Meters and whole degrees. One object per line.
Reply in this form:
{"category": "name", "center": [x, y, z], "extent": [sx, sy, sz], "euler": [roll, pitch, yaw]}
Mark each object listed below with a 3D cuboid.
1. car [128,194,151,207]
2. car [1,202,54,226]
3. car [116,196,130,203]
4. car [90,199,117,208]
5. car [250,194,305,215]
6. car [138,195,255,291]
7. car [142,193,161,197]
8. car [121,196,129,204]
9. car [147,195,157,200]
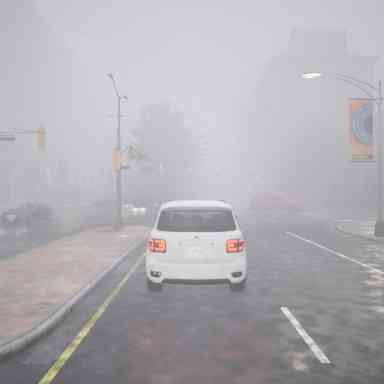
{"category": "car", "center": [-7.733, 1.492, 49.732], "extent": [2.128, 1.511, 4.902], "euler": [0, 0, -3]}
{"category": "car", "center": [-11.506, 1.491, 23.597], "extent": [2.128, 1.511, 4.902], "euler": [0, 0, 0]}
{"category": "car", "center": [-14.464, 1.595, 69.844], "extent": [1.895, 1.301, 4.718], "euler": [0, 0, 0]}
{"category": "car", "center": [-12.502, 1.601, 47.584], "extent": [1.895, 1.301, 4.718], "euler": [0, 0, 17]}
{"category": "car", "center": [8.328, 1.221, 33.184], "extent": [5.566, 2.045, 2.150], "euler": [0, 1, 8]}
{"category": "car", "center": [0.108, 1.221, 9.121], "extent": [2.150, 2.045, 5.566], "euler": [0, 0, 1]}
{"category": "car", "center": [-7.782, 1.352, 64.203], "extent": [2.097, 1.767, 4.553], "euler": [0, 0, 1]}
{"category": "car", "center": [-11.305, 1.491, 61.816], "extent": [2.128, 1.511, 4.902], "euler": [0, 0, 1]}
{"category": "car", "center": [-11.121, 1.510, 92.590], "extent": [2.128, 1.511, 4.902], "euler": [0, 0, 0]}
